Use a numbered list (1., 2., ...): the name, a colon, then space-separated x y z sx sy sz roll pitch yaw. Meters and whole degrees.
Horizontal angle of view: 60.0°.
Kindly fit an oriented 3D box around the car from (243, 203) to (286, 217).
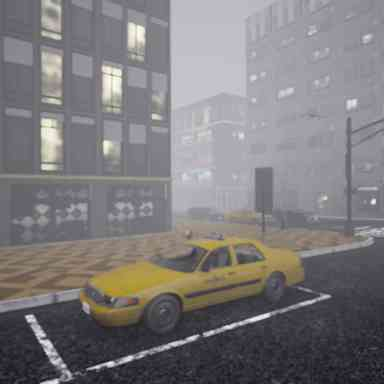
1. car: 8.035 1.976 37.232 2.008 1.369 4.403 -2 0 -36

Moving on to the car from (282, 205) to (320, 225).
1. car: 8.070 1.819 27.432 2.128 1.511 4.902 0 0 -36

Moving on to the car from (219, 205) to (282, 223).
1. car: 4.738 1.907 27.574 1.752 1.417 4.829 -2 0 -36

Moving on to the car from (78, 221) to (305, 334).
1. car: 0.270 1.534 6.718 4.829 1.417 1.752 0 -1 -36

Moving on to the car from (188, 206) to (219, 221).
1. car: 1.287 2.044 32.264 1.947 1.339 4.313 -2 0 -36
